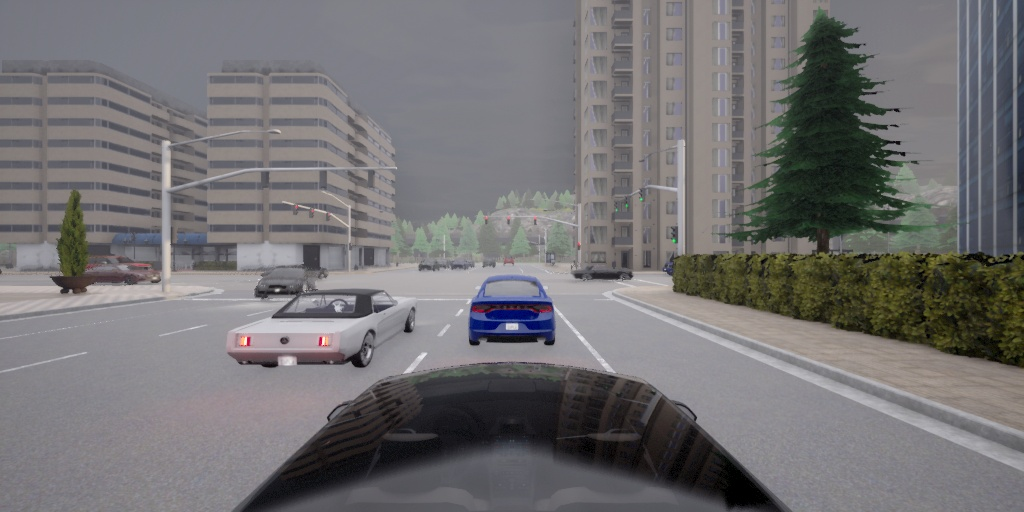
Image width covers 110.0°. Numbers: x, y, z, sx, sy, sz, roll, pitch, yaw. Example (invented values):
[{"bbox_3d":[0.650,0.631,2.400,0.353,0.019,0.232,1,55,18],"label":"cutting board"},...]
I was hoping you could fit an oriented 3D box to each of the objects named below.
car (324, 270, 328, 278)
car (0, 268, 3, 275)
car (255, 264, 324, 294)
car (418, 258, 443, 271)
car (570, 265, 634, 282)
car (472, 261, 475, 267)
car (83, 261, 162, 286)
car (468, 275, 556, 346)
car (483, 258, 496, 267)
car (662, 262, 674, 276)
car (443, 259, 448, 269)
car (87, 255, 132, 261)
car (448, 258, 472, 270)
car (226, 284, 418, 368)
[{"bbox_3d":[-16.926,1.312,28.267,4.181,1.385,1.994,0,0,0],"label":"car"},{"bbox_3d":[-53.615,1.310,35.507,4.181,1.385,1.994,0,0,0],"label":"car"},{"bbox_3d":[-11.118,1.254,18.093,1.837,1.490,4.892,3,-1,-19],"label":"car"},{"bbox_3d":[-11.011,1.097,47.891,2.097,1.767,4.553,0,0,0],"label":"car"},{"bbox_3d":[7.062,1.348,28.241,4.718,1.301,1.895,0,0,0],"label":"car"},{"bbox_3d":[-7.610,1.291,62.551,2.033,1.411,5.357,0,0,1],"label":"car"},{"bbox_3d":[-27.005,1.273,24.775,4.674,1.442,1.812,0,0,0],"label":"car"},{"bbox_3d":[-0.004,1.227,9.481,1.882,1.535,5.008,0,0,0],"label":"car"},{"bbox_3d":[-3.970,1.096,63.803,2.097,1.767,4.553,0,0,0],"label":"car"},{"bbox_3d":[17.893,0.968,35.428,5.566,2.045,2.150,0,0,0],"label":"car"},{"bbox_3d":[-11.083,1.249,56.976,1.837,1.490,4.892,0,0,0],"label":"car"},{"bbox_3d":[-31.713,0.968,28.293,5.566,2.045,2.150,0,0,0],"label":"car"},{"bbox_3d":[-7.546,1.097,52.110,2.097,1.767,4.553,0,0,0],"label":"car"},{"bbox_3d":[-3.496,1.350,7.815,1.895,1.301,4.718,0,0,0],"label":"car"}]
